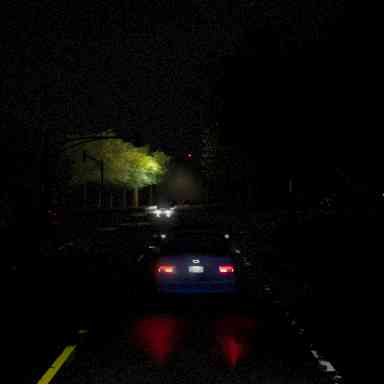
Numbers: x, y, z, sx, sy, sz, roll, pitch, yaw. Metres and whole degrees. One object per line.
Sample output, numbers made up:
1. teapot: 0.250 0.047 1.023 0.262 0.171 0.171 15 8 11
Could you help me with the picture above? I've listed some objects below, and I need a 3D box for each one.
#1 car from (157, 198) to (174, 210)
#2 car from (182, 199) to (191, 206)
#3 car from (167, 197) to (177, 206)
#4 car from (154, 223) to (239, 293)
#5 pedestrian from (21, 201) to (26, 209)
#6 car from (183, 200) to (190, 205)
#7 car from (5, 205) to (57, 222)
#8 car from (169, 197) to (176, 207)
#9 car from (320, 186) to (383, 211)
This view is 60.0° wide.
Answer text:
1. car: -4.182 2.000 49.804 1.895 1.301 4.718 0 -1 -1
2. car: -1.201 2.433 76.839 1.837 1.490 4.892 0 -2 -1
3. car: -4.761 2.226 79.318 2.150 2.045 5.566 0 -1 -1
4. car: 0.087 1.550 8.974 2.033 1.411 5.357 0 0 0
5. pedestrian: -18.100 1.917 35.640 0.375 1.860 0.375 0 1 2
6. car: -1.526 2.963 90.978 1.895 1.301 4.718 0 -2 -1
7. car: -15.261 2.014 31.622 4.674 1.442 1.812 -2 -1 2
8. car: -4.370 1.910 58.908 2.097 1.767 4.553 0 -1 -1
9. car: 14.820 0.586 30.657 5.566 2.045 2.150 -2 -1 4
